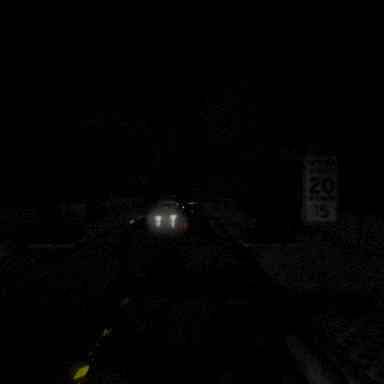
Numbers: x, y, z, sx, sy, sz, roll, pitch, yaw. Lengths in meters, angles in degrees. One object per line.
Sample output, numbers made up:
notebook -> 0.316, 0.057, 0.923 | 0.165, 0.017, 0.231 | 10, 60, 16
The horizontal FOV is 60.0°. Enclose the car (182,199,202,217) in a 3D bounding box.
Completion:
car -> 0.023, 1.631, 33.471 | 2.128, 1.511, 4.902 | 0, 0, 0

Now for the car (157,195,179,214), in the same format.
car -> -2.732, 1.395, 38.192 | 2.150, 2.045, 5.566 | 0, 0, 0

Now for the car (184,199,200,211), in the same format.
car -> 0.058, 1.738, 46.481 | 2.128, 1.511, 4.902 | 0, -1, 1
